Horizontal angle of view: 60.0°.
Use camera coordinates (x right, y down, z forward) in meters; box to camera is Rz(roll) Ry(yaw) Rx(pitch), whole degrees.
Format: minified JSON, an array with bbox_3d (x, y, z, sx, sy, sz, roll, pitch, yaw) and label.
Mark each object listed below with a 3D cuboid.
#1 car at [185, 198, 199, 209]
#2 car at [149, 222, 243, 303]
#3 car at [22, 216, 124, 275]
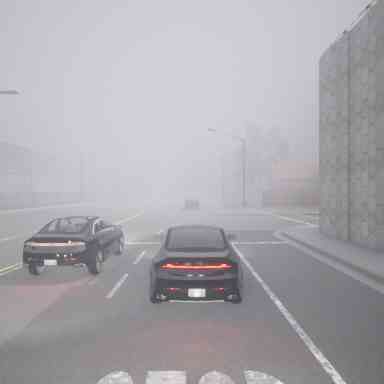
[{"bbox_3d":[-0.022,1.492,44.190,2.128,1.511,4.902,0,0,0],"label":"car"},{"bbox_3d":[0.079,1.505,8.200,1.837,1.490,4.892,0,0,0],"label":"car"},{"bbox_3d":[-3.429,1.492,10.468,2.128,1.511,4.902,0,0,0],"label":"car"}]
